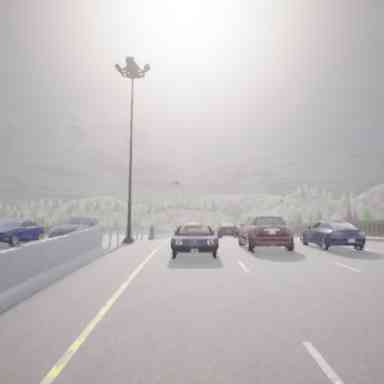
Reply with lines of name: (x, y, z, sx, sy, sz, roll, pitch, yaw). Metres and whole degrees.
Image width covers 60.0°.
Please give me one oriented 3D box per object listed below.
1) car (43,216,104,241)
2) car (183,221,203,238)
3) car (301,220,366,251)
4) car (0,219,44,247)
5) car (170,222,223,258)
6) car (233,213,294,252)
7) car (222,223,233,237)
car: (-7.000, 2.279, 20.623, 2.097, 1.767, 4.553, 0, -5, 0)
car: (0.107, 3.773, 33.008, 1.882, 1.535, 5.008, 0, -7, 0)
car: (7.104, 2.169, 17.097, 1.812, 1.442, 4.674, 0, -4, 0)
car: (-10.506, 2.333, 19.754, 1.882, 1.535, 5.008, 0, -5, 0)
car: (0.103, 2.088, 14.839, 1.895, 1.301, 4.718, 0, -4, 0)
car: (3.604, 1.990, 17.039, 2.097, 1.767, 4.553, 0, -4, 0)
car: (3.607, 4.000, 34.893, 1.882, 1.535, 5.008, 0, -7, 0)
